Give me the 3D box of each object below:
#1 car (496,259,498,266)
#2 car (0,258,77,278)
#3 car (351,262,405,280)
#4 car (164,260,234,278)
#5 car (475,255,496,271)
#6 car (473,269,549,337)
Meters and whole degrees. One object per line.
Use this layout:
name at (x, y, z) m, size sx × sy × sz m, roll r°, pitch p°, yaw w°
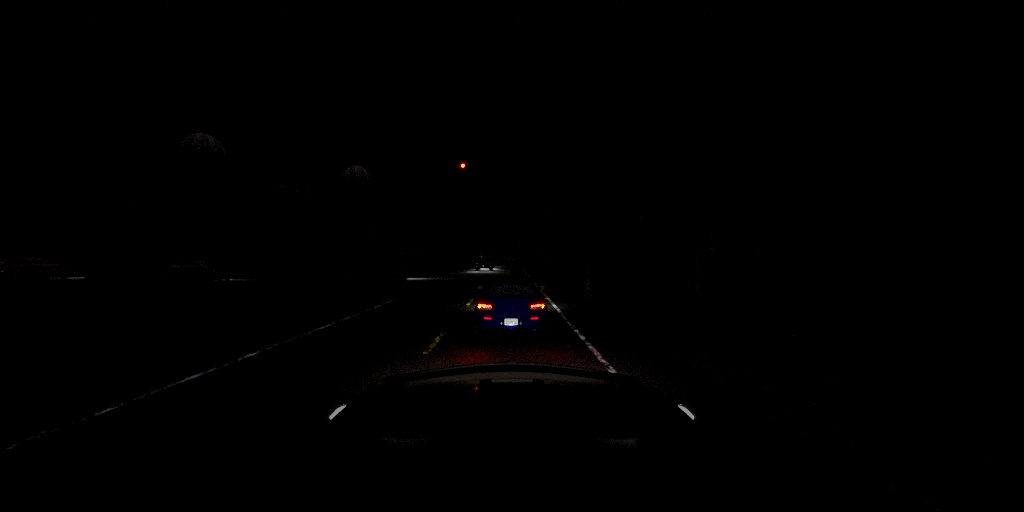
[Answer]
car at (-3.809, 1.298, 59.943) m, size 1.895 × 1.301 × 4.718 m, roll 0°, pitch 0°, yaw 0°
car at (-37.520, 0.890, 28.255) m, size 5.008 × 1.535 × 1.882 m, roll 0°, pitch 0°, yaw 0°
car at (-11.005, 1.217, 29.677) m, size 4.181 × 1.385 × 1.994 m, roll 0°, pitch 1°, yaw -15°
car at (-24.738, 1.058, 28.375) m, size 4.674 × 1.442 × 1.812 m, roll 0°, pitch 0°, yaw -1°
car at (-3.787, 0.934, 49.824) m, size 2.150 × 2.045 × 5.566 m, roll 0°, pitch 0°, yaw 0°
car at (-0.029, 1.274, 10.129) m, size 1.812 × 1.442 × 4.674 m, roll 0°, pitch 0°, yaw 0°
